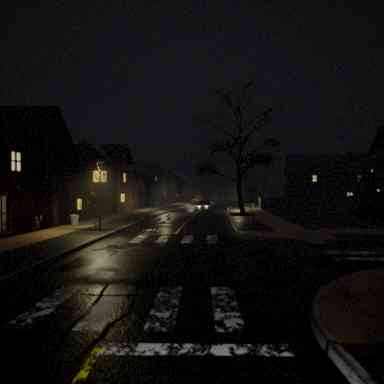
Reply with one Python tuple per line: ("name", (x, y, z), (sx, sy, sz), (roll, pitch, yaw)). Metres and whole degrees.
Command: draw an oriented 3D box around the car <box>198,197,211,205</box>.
("car", (2.200, 1.569, 58.104), (2.033, 1.411, 5.357), (0, 0, 9))
